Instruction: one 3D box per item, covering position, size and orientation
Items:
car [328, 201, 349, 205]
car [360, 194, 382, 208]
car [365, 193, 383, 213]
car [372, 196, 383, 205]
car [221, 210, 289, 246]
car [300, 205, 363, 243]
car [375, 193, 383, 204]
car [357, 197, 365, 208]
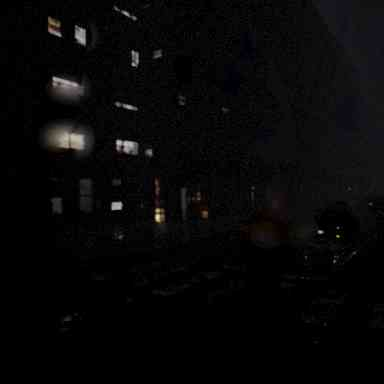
[{"bbox_3d":[12.883,1.510,29.432,1.887,1.381,4.507,-1,-1,35],"label":"car"},{"bbox_3d":[25.878,1.236,47.993,2.192,1.841,5.009,-1,-1,35],"label":"car"},{"bbox_3d":[19.823,1.293,34.759,2.097,1.767,4.553,0,0,35],"label":"car"},{"bbox_3d":[32.382,1.442,57.271,1.887,1.381,4.507,-1,-1,35],"label":"car"},{"bbox_3d":[3.036,1.520,15.374,1.752,1.417,4.829,-1,-1,35],"label":"car"},{"bbox_3d":[6.697,1.547,16.062,1.994,1.385,4.181,0,0,35],"label":"car"},{"bbox_3d":[35.626,1.200,61.911,2.192,1.841,5.009,-1,-1,35],"label":"car"},{"bbox_3d":[22.534,1.458,43.212,1.752,1.417,4.829,-1,-1,35],"label":"car"}]
